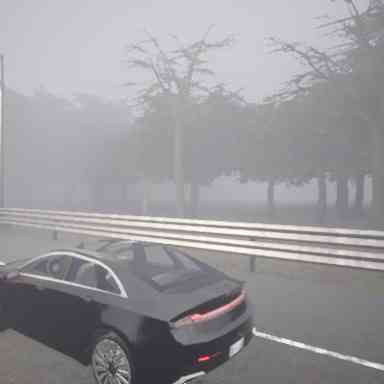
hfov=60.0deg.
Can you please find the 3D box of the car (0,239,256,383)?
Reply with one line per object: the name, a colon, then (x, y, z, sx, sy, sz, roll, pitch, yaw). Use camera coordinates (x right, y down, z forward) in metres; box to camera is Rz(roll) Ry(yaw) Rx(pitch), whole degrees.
car: (-1.461, 1.495, 5.108, 4.902, 1.511, 2.128, 0, 0, 36)
